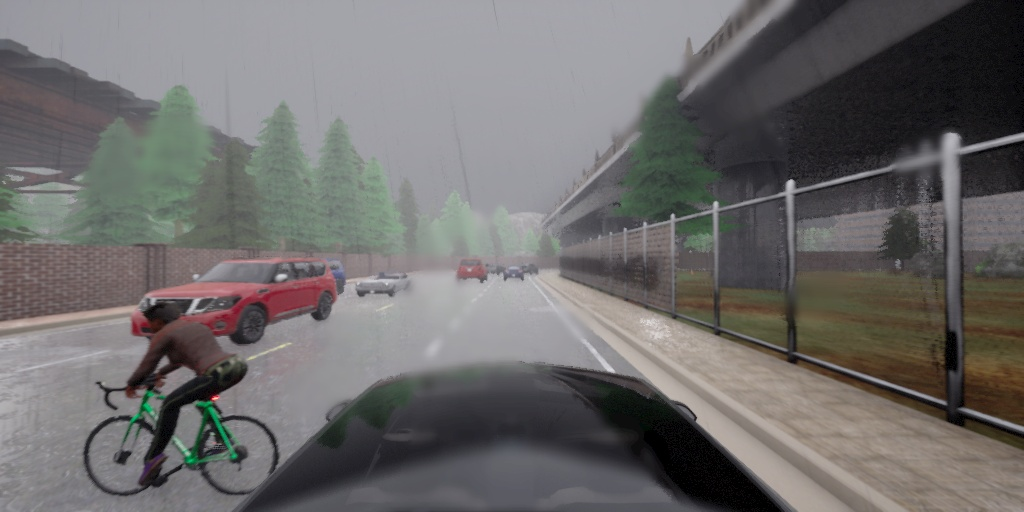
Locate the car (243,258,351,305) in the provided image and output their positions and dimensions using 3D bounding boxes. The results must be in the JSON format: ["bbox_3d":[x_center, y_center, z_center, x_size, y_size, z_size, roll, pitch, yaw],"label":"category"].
[{"bbox_3d":[-10.560,1.125,18.291,2.150,2.045,5.566,0,-1,0],"label":"car"}]

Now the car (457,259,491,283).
[{"bbox_3d":[-3.365,1.246,31.293,2.150,2.045,5.566,0,-1,1],"label":"car"}]

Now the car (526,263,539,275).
[{"bbox_3d":[2.170,1.676,46.939,1.837,1.490,4.892,0,0,20],"label":"car"}]

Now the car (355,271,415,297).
[{"bbox_3d":[-7.051,1.523,20.306,1.895,1.301,4.718,0,-1,0],"label":"car"}]

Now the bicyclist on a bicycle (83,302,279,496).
[{"bbox_3d":[-2.779,1.215,3.012,1.656,1.620,0.582,0,-1,0],"label":"bicyclist on a bicycle"}]

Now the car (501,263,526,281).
[{"bbox_3d":[0.198,1.581,34.519,1.812,1.442,4.674,0,0,1],"label":"car"}]

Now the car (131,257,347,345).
[{"bbox_3d":[-7.087,1.049,10.122,2.150,2.045,5.566,0,-1,0],"label":"car"}]

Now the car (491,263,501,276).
[{"bbox_3d":[-2.023,1.649,45.429,2.128,1.511,4.902,0,0,15],"label":"car"}]
